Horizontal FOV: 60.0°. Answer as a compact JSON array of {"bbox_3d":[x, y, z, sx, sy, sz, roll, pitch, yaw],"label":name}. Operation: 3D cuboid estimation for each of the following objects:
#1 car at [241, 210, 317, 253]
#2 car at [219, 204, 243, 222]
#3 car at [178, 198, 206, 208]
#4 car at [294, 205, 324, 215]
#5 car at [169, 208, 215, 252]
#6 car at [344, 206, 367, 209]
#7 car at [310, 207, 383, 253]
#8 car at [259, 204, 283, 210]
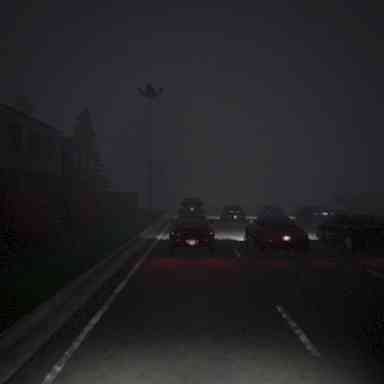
[{"bbox_3d":[3.506,1.699,14.310,1.994,1.385,4.181,0,0,0],"label":"car"},{"bbox_3d":[3.508,1.783,29.311,1.837,1.490,4.892,0,0,0],"label":"car"},{"bbox_3d":[0.005,1.489,29.004,2.150,2.045,5.566,0,0,0],"label":"car"},{"bbox_3d":[10.506,1.819,28.986,2.033,1.411,5.357,0,-1,0],"label":"car"},{"bbox_3d":[0.007,1.661,14.389,1.812,1.442,4.674,0,0,0],"label":"car"},{"bbox_3d":[14.006,1.874,29.101,1.895,1.301,4.718,0,0,0],"label":"car"},{"bbox_3d":[7.006,1.642,14.309,1.837,1.490,4.892,0,0,0],"label":"car"},{"bbox_3d":[7.009,1.801,29.383,1.812,1.442,4.674,0,0,0],"label":"car"}]
